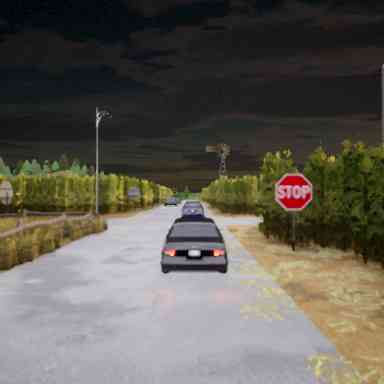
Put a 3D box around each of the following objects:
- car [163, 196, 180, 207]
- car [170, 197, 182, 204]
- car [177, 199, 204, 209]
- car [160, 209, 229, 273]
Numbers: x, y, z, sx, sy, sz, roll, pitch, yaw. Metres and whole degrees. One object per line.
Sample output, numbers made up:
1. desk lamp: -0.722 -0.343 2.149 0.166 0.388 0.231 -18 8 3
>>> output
1. car: -3.173 1.446 50.165 1.837 1.490 4.892 0 0 0
2. car: -3.106 1.666 65.802 2.128 1.511 4.902 0 -1 0
3. car: 0.069 1.492 28.111 2.033 1.411 5.357 -1 0 0
4. car: 0.071 1.501 10.469 2.033 1.411 5.357 0 0 0
